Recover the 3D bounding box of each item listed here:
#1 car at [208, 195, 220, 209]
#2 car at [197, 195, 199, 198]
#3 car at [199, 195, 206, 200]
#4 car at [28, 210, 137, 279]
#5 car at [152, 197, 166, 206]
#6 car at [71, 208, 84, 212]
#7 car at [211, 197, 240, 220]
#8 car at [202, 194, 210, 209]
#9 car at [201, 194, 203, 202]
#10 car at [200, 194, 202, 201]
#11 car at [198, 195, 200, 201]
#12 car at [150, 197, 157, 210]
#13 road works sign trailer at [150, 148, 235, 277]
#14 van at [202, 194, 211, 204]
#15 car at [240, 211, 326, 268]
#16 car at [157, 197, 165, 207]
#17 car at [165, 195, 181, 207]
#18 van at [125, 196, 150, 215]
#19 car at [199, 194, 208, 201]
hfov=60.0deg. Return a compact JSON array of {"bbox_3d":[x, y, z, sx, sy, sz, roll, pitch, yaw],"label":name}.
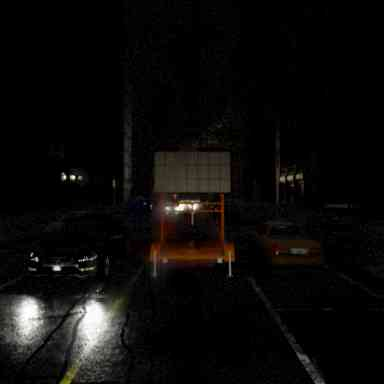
[{"bbox_3d":[2.910,1.428,33.440,1.967,1.590,4.097,0,0,0],"label":"car"},{"bbox_3d":[2.985,1.647,84.195,1.947,1.339,4.313,0,0,0],"label":"car"},{"bbox_3d":[3.003,1.668,95.475,1.887,1.381,4.507,0,0,0],"label":"car"},{"bbox_3d":[-3.085,1.499,10.036,1.837,1.490,4.892,0,0,0],"label":"car"},{"bbox_3d":[-5.582,1.563,56.025,1.887,1.381,4.507,0,0,0],"label":"car"},{"bbox_3d":[-5.642,1.516,16.345,1.752,1.417,4.829,0,0,1],"label":"car"},{"bbox_3d":[2.901,1.426,27.802,1.967,1.590,4.097,0,0,0],"label":"car"},{"bbox_3d":[2.927,1.314,44.720,2.192,1.841,5.009,0,0,0],"label":"car"},{"bbox_3d":[2.935,1.323,50.359,2.192,1.841,5.009,0,0,0],"label":"car"},{"bbox_3d":[2.953,1.468,61.638,1.967,1.590,4.097,0,0,0],"label":"car"},{"bbox_3d":[2.977,1.644,78.557,1.802,1.307,4.206,0,0,0],"label":"car"},{"bbox_3d":[-5.607,1.558,39.108,1.947,1.339,4.313,0,0,0],"label":"car"},{"bbox_3d":[0.016,0.459,10.200,2.380,3.560,2.880,0,0,0],"label":"road works sign trailer"},{"bbox_3d":[2.961,1.378,67.278,1.690,1.788,3.998,0,0,0],"label":"van"},{"bbox_3d":[2.883,1.518,11.086,1.752,1.417,4.829,0,0,1],"label":"car"},{"bbox_3d":[-5.590,1.448,50.386,1.967,1.590,4.097,0,0,0],"label":"car"},{"bbox_3d":[-3.014,1.612,52.031,1.895,1.301,4.718,0,0,0],"label":"car"},{"bbox_3d":[-5.615,1.329,33.469,1.690,1.788,3.998,0,0,0],"label":"van"},{"bbox_3d":[2.994,1.417,89.836,2.192,1.841,5.009,0,0,0],"label":"car"}]
